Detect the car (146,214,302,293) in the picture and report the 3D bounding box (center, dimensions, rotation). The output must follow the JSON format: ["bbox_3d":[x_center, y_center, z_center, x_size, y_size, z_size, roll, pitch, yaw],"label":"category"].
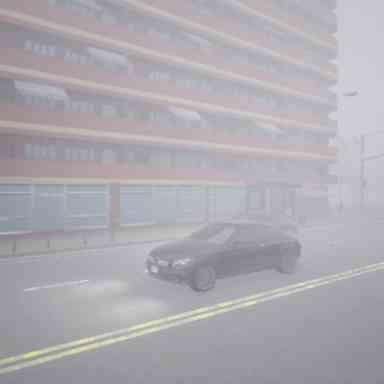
[{"bbox_3d":[1.048,1.520,8.989,4.674,1.442,1.812,0,0,-35],"label":"car"}]

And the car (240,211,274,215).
[{"bbox_3d":[2.742,1.555,14.532,4.181,1.385,1.994,0,0,-35],"label":"car"}]
